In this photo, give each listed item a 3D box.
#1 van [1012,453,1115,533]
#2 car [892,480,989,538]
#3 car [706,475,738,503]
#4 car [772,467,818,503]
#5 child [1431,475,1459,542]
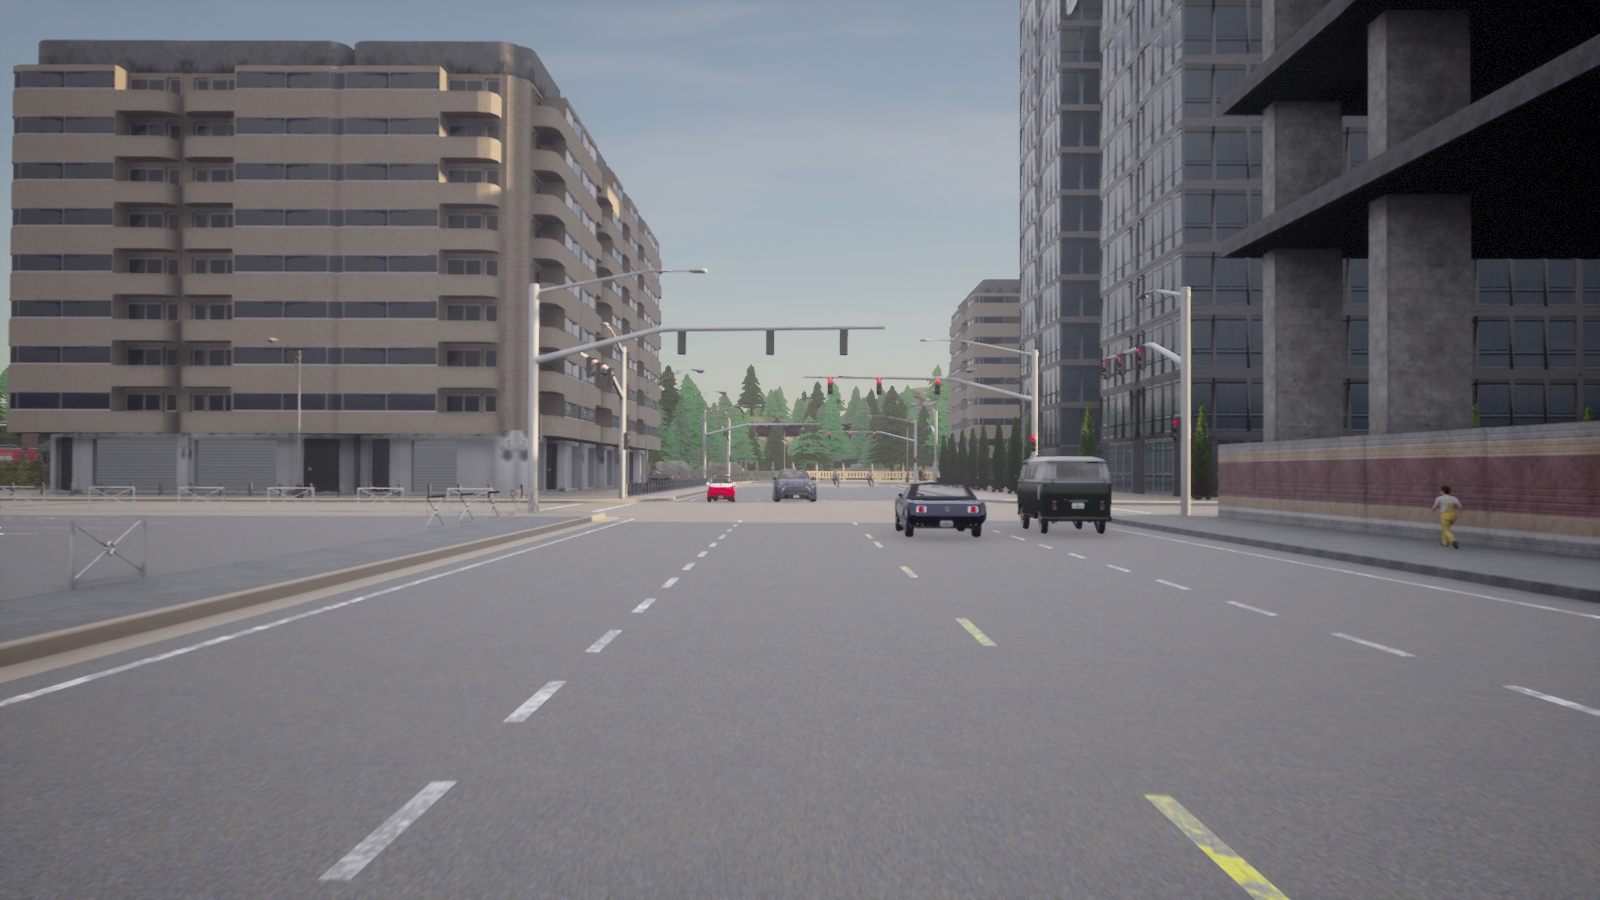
[{"bbox_3d":[6.917,1.099,33.394,1.775,1.987,4.442,0,-1,0],"label":"van"},{"bbox_3d":[3.422,1.428,31.455,1.895,1.301,4.718,0,-1,0],"label":"car"},{"bbox_3d":[-3.906,1.958,63.069,1.481,1.376,2.207,0,-1,-1],"label":"car"},{"bbox_3d":[-0.289,1.760,64.351,2.097,1.767,4.553,0,-1,-4],"label":"car"},{"bbox_3d":[12.336,1.109,24.014,0.270,1.263,0.437,0,-1,-8],"label":"child"}]
